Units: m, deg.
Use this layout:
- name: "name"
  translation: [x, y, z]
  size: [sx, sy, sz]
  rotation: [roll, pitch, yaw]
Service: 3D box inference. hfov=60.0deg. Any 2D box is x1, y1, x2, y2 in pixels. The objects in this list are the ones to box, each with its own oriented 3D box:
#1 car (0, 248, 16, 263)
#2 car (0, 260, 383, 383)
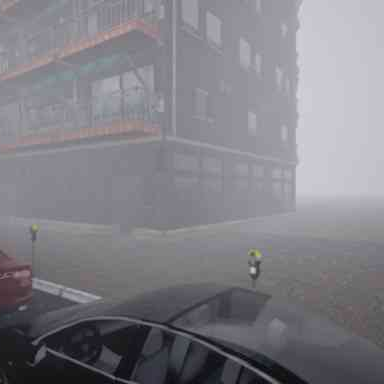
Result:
- name: "car"
  translation: [-4.827, 1.504, 6.318]
  size: [4.507, 1.381, 1.887]
  rotation: [0, 0, 35]
- name: "car"
  translation: [-0.238, 1.556, 3.045]
  size: [4.313, 1.339, 1.947]
  rotation: [0, 0, 35]
